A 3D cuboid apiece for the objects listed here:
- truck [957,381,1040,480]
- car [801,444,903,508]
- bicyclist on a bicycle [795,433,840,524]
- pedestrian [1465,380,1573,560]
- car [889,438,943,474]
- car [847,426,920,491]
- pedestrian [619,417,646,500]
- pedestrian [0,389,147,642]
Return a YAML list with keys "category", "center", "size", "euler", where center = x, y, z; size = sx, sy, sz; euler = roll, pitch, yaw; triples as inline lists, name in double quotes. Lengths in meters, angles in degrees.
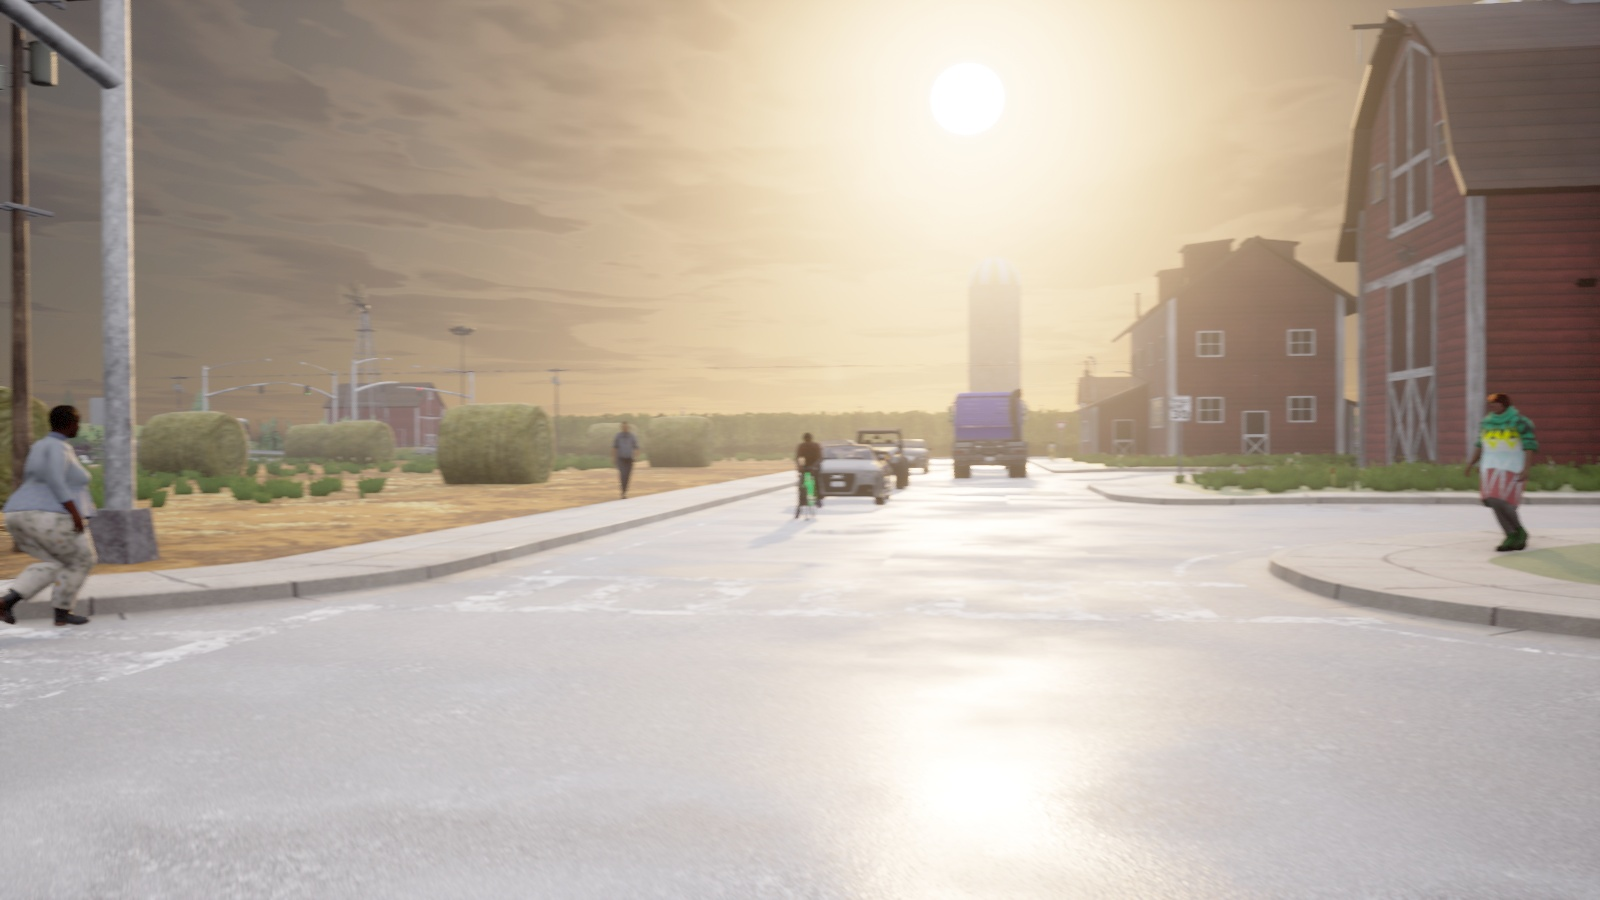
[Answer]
- category: "truck"
  center: [7.653, -0.690, 48.702]
  size: [2.891, 3.462, 7.936]
  euler: [-1, 0, 8]
- category: "car"
  center: [1.312, 0.568, 29.769]
  size: [1.994, 1.385, 4.181]
  euler: [0, 0, 8]
- category: "bicyclist on a bicycle"
  center: [0.337, 0.502, 23.214]
  size: [0.582, 1.620, 1.656]
  euler: [-1, 1, 9]
- category: "pedestrian"
  center: [8.051, 0.211, 14.077]
  size: [0.873, 1.952, 0.659]
  euler: [0, 0, -23]
- category: "car"
  center: [5.209, 0.247, 56.008]
  size: [2.128, 1.511, 4.902]
  euler: [0, 0, 8]
- category: "car"
  center: [2.616, 0.229, 38.535]
  size: [1.905, 1.878, 3.866]
  euler: [0, 0, 9]
- category: "pedestrian"
  center: [-3.795, 0.194, 28.459]
  size: [0.540, 1.848, 0.694]
  euler: [0, 0, -12]
- category: "pedestrian"
  center: [-5.785, 0.474, 9.816]
  size: [0.874, 1.855, 0.900]
  euler: [0, 1, 35]
